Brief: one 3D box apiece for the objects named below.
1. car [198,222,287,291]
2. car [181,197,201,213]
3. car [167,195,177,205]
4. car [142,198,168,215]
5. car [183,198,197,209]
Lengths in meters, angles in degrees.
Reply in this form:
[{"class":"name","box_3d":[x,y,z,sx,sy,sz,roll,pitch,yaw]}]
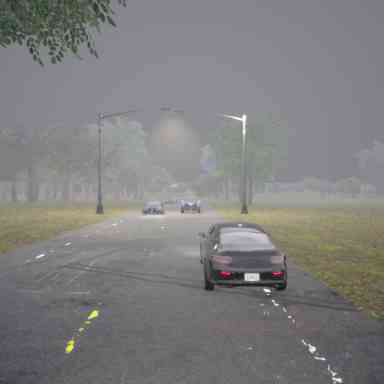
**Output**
[{"class":"car","box_3d":[1.178,1.524,8.901,1.812,1.442,4.674,0,0,0]},{"class":"car","box_3d":[-0.126,1.377,37.363,2.097,1.767,4.553,0,0,0]},{"class":"car","box_3d":[-3.828,1.427,61.773,2.097,1.767,4.553,0,0,0]},{"class":"car","box_3d":[-3.776,1.582,33.345,1.994,1.385,4.181,0,0,0]},{"class":"car","box_3d":[-0.241,1.606,47.029,1.994,1.385,4.181,0,0,1]}]
